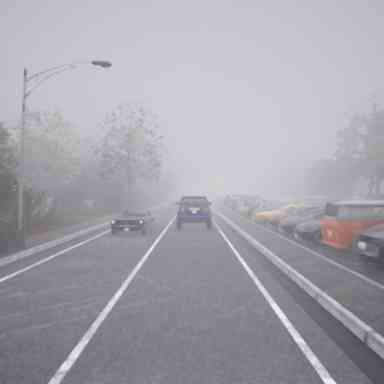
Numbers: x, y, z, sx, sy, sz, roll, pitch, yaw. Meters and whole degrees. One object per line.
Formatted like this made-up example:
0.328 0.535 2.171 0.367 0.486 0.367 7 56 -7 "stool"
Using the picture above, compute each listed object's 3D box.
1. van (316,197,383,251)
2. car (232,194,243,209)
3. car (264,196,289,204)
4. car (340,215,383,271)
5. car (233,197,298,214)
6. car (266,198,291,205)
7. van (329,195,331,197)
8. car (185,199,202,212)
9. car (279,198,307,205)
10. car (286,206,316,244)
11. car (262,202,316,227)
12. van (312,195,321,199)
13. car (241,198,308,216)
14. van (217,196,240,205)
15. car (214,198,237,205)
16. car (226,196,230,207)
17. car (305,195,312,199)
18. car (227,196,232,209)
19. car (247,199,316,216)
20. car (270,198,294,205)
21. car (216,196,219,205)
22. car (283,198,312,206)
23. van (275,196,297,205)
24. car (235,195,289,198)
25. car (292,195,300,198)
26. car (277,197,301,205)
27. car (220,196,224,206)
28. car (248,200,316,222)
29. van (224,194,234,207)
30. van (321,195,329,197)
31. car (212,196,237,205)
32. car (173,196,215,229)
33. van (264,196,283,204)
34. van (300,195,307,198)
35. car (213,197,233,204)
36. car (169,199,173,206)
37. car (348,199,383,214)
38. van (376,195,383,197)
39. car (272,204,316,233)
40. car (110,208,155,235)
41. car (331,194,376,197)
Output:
7.120 1.269 11.936 4.442 1.987 1.878 0 0 0 "van"
7.104 1.439 36.921 4.553 1.767 2.185 0 0 0 "car"
20.476 1.956 81.024 5.566 2.045 2.435 0 -1 0 "car"
7.018 1.517 9.159 4.792 1.488 2.163 0 0 0 "car"
6.920 1.546 31.370 5.366 1.575 1.946 0 0 0 "car"
20.249 2.146 78.251 5.366 1.575 1.946 0 -1 0 "car"
20.361 1.350 42.391 4.442 1.987 1.878 0 0 0 "van"
0.208 1.659 41.679 2.033 1.411 5.357 0 0 0 "car"
20.371 1.941 67.299 5.008 1.535 2.097 0 -1 0 "car"
6.988 1.532 14.712 4.792 1.488 2.163 0 0 0 "car"
7.018 1.548 20.264 4.792 1.488 2.163 0 0 0 "car"
20.157 1.366 47.940 4.442 1.987 1.878 0 -1 0 "van"
7.085 1.542 28.592 4.892 1.521 2.231 0 0 0 "car"
7.413 1.720 67.439 4.442 1.987 1.878 0 -1 0 "van"
7.355 2.080 72.986 4.792 1.488 2.163 0 -1 0 "car"
7.167 1.620 42.473 4.674 1.452 2.002 0 0 0 "car"
20.292 1.625 50.556 5.008 1.535 2.097 0 -1 0 "car"
7.144 1.572 39.697 5.008 1.535 2.097 0 0 0 "car"
7.083 1.535 25.816 4.892 1.521 2.231 0 0 0 "car"
20.413 2.096 75.484 4.892 1.521 2.231 0 -1 0 "car"
7.223 1.819 59.110 4.792 1.488 2.163 0 -1 0 "car"
20.355 1.886 64.404 5.008 1.535 2.097 0 -1 0 "car"
20.521 1.817 72.717 4.442 1.987 1.878 0 -1 0 "van"
7.089 1.431 34.145 4.553 1.767 2.185 0 0 0 "car"
20.132 1.727 56.095 5.366 1.575 1.946 0 -1 0 "car"
20.358 1.865 69.947 4.553 1.767 2.185 0 -1 0 "car"
7.222 1.344 48.026 5.566 2.045 2.435 0 0 0 "car"
6.876 1.523 23.041 5.366 1.575 1.946 0 0 0 "car"
7.062 1.362 45.251 4.442 1.987 1.878 0 0 0 "van"
20.374 1.357 45.036 4.442 1.987 1.878 0 0 0 "van"
7.312 1.852 75.767 5.566 2.045 2.435 0 -1 0 "car"
0.140 1.246 22.216 2.150 2.045 5.566 0 0 0 "car"
20.581 2.053 83.914 4.442 1.987 1.878 0 -1 0 "van"
20.185 1.452 53.331 4.442 1.987 1.878 0 -1 0 "van"
7.387 2.032 78.536 4.553 1.767 2.185 0 -1 0 "car"
-3.094 1.910 60.945 1.994 1.385 4.181 0 -1 1 "car"
20.208 1.560 36.726 5.008 1.535 2.097 0 0 0 "car"
20.302 1.319 31.310 4.442 1.987 1.878 0 0 0 "van"
7.003 1.540 17.488 4.792 1.488 2.163 0 0 0 "car"
-3.319 1.620 19.173 1.895 1.301 4.718 0 0 0 "car"
20.201 1.317 39.621 5.566 2.045 2.435 0 0 0 "car"
